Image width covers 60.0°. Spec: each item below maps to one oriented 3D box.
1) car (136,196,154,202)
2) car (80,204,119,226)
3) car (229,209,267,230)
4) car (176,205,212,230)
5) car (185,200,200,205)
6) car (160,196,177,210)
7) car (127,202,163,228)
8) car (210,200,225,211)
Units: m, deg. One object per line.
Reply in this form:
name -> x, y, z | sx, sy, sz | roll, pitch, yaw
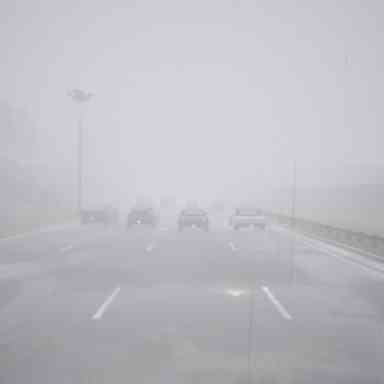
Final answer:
car -> -6.900, 1.577, 49.228 | 2.150, 2.045, 5.566 | 0, -1, 0
car -> -6.910, 1.665, 25.363 | 1.882, 1.535, 5.008 | 0, 0, 0
car -> 3.592, 1.766, 22.303 | 1.895, 1.301, 4.718 | 0, 0, 0
car -> 0.092, 1.766, 22.292 | 1.895, 1.301, 4.718 | 0, 0, 0
car -> 0.086, 1.849, 46.944 | 1.837, 1.490, 4.892 | 0, -1, 0
car -> -3.408, 1.574, 48.200 | 2.150, 2.045, 5.566 | 0, -1, 0
car -> -3.410, 1.681, 23.804 | 1.837, 1.490, 4.892 | 0, 0, 0
car -> 3.587, 1.850, 47.038 | 1.837, 1.490, 4.892 | 0, -1, 0
